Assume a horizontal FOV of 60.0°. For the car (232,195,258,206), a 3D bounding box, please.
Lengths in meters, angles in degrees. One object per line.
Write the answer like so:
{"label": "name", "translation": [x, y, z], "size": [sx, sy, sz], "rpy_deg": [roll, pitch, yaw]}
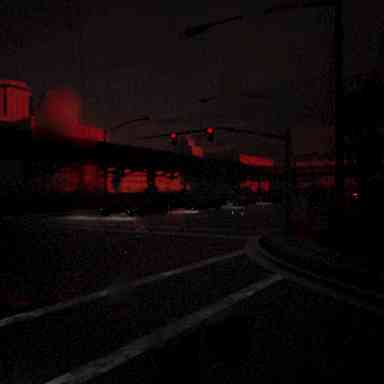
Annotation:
{"label": "car", "translation": [7.502, 1.225, 47.507], "size": [1.812, 1.442, 4.674], "rpy_deg": [-1, 1, 37]}

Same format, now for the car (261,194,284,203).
{"label": "car", "translation": [13.487, 1.039, 55.375], "size": [2.033, 1.411, 5.357], "rpy_deg": [-1, 1, 38]}

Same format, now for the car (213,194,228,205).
{"label": "car", "translation": [3.223, 1.128, 47.647], "size": [2.097, 1.767, 4.553], "rpy_deg": [-1, 1, 37]}

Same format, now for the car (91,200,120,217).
{"label": "car", "translation": [-7.804, 1.575, 33.043], "size": [1.812, 1.442, 4.674], "rpy_deg": [-1, 0, 37]}

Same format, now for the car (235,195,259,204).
{"label": "car", "translation": [9.239, 1.173, 55.581], "size": [1.895, 1.301, 4.718], "rpy_deg": [-1, 1, 37]}

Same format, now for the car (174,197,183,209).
{"label": "car", "translation": [-2.289, 1.420, 40.350], "size": [2.128, 1.511, 4.902], "rpy_deg": [-1, 0, 37]}

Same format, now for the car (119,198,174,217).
{"label": "car", "translation": [-4.237, 1.506, 31.958], "size": [1.837, 1.490, 4.892], "rpy_deg": [-1, 0, 37]}

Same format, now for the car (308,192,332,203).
{"label": "car", "translation": [19.911, 0.757, 52.186], "size": [2.097, 1.767, 4.553], "rpy_deg": [-1, 1, 37]}

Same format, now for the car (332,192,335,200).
{"label": "car", "translation": [25.954, 0.663, 60.197], "size": [1.882, 1.535, 5.008], "rpy_deg": [-1, 1, 37]}

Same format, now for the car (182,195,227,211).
{"label": "car", "translation": [1.630, 1.419, 39.734], "size": [2.033, 1.411, 5.357], "rpy_deg": [-1, 1, 37]}

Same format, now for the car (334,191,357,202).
{"label": "car", "translation": [24.230, 0.924, 51.931], "size": [1.895, 1.301, 4.718], "rpy_deg": [-1, 1, 37]}
